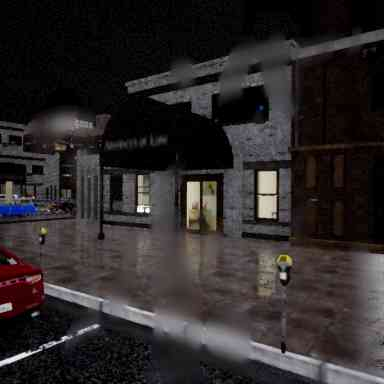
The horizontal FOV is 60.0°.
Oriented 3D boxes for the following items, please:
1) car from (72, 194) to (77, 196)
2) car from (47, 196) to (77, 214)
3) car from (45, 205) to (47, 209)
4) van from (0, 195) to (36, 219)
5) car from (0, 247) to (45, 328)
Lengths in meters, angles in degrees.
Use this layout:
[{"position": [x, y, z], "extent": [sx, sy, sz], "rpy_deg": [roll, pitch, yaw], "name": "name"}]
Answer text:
[{"position": [-13.906, 1.284, 41.228], "extent": [2.150, 2.045, 5.566], "rpy_deg": [0, 0, 36], "name": "car"}, {"position": [-12.993, 1.567, 36.972], "extent": [2.128, 1.511, 4.902], "rpy_deg": [0, 0, 35], "name": "car"}, {"position": [-16.227, 1.569, 42.442], "extent": [1.752, 1.417, 4.829], "rpy_deg": [0, 0, 35], "name": "car"}, {"position": [-15.623, 1.413, 28.713], "extent": [1.690, 1.788, 3.998], "rpy_deg": [0, 0, 35], "name": "van"}, {"position": [-4.531, 1.544, 6.099], "extent": [4.507, 1.381, 1.887], "rpy_deg": [0, 0, 35], "name": "car"}]
